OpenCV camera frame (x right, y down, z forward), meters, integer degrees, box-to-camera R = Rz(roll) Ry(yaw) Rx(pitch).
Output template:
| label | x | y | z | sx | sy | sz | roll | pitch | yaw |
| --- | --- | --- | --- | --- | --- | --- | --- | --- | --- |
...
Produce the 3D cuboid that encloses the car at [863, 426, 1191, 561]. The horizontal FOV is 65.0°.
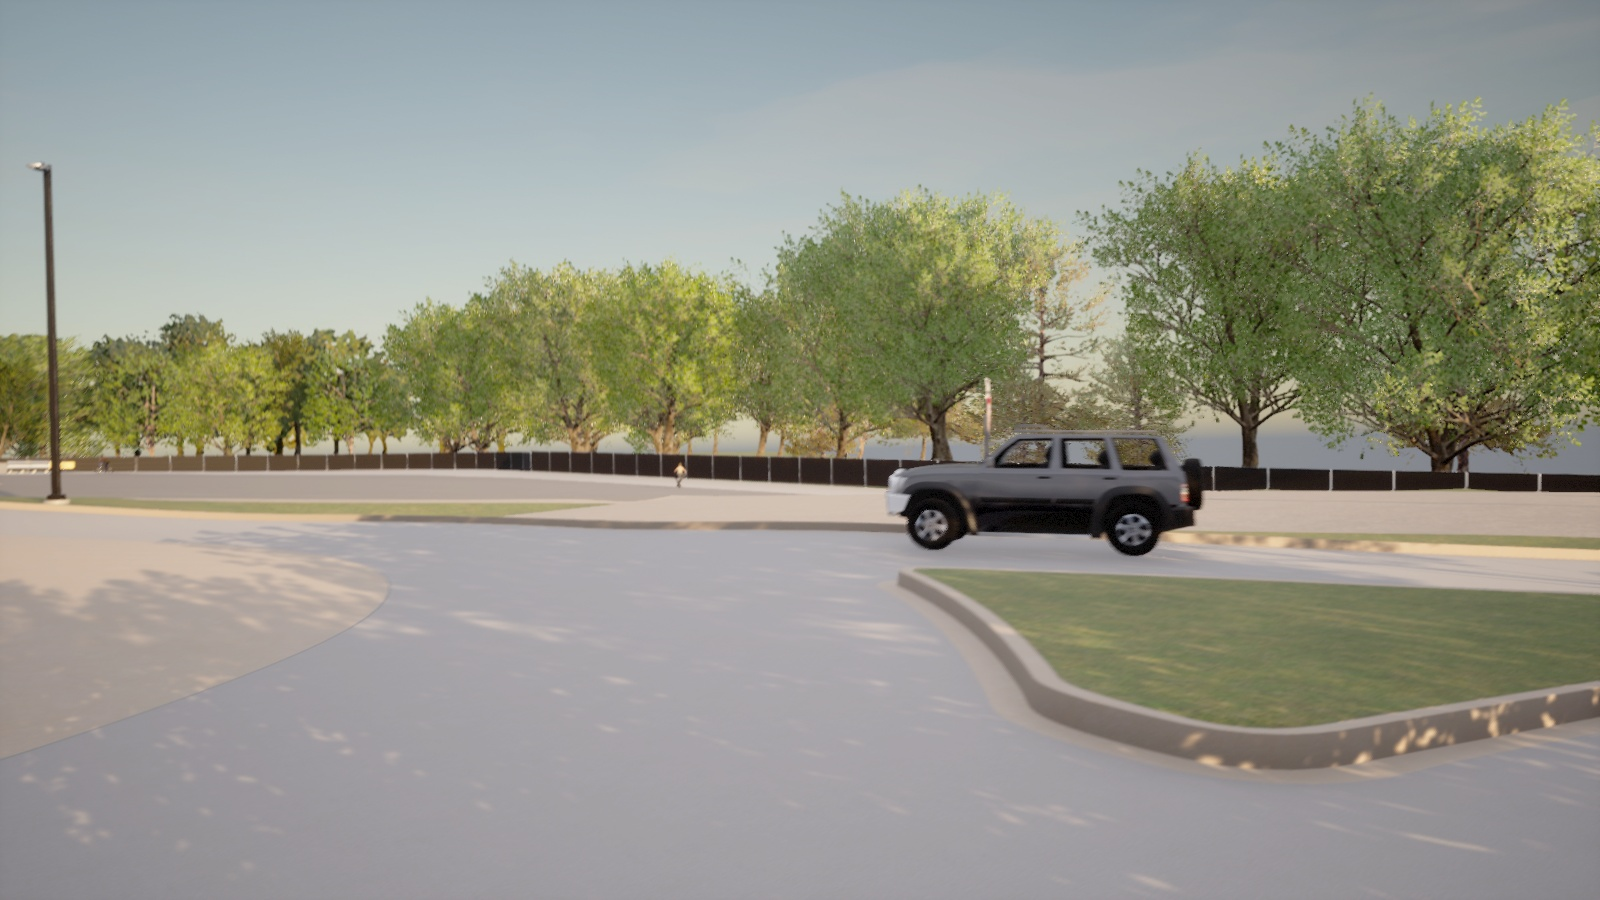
| label | x | y | z | sx | sy | sz | roll | pitch | yaw |
| --- | --- | --- | --- | --- | --- | --- | --- | --- | --- |
| car | 3.406 | 0.573 | 18.788 | 4.605 | 1.855 | 1.932 | 0 | 1 | 15 |
